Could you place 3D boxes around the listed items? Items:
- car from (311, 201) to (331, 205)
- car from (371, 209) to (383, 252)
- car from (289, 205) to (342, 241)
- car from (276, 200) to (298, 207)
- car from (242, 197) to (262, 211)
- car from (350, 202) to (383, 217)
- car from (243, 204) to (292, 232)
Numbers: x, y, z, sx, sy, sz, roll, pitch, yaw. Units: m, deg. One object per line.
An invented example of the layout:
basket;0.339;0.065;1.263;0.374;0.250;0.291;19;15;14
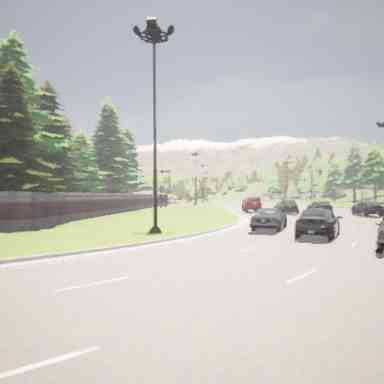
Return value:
car;14.796;1.842;38.547;1.837;1.490;4.892;0;-1;3
car;8.645;1.643;13.715;2.033;1.411;5.357;-1;-1;30
car;6.822;1.665;17.962;1.837;1.490;4.892;0;0;28
car;11.368;1.736;40.105;2.097;1.767;4.553;-1;-1;3
car;8.113;1.688;44.991;2.150;2.045;5.566;0;-1;2
car;18.025;1.766;34.377;1.837;1.490;4.892;0;-1;5
car;5.074;1.767;21.790;2.033;1.411;5.357;-1;-1;22
